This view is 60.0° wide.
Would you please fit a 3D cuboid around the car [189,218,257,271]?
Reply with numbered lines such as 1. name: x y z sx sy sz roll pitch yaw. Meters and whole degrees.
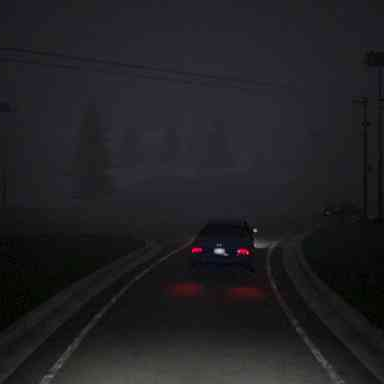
1. car: 1.159 1.587 11.068 2.033 1.411 5.357 0 0 10

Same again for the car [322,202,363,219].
1. car: 13.644 1.630 29.984 4.674 1.442 1.812 0 -1 -34
